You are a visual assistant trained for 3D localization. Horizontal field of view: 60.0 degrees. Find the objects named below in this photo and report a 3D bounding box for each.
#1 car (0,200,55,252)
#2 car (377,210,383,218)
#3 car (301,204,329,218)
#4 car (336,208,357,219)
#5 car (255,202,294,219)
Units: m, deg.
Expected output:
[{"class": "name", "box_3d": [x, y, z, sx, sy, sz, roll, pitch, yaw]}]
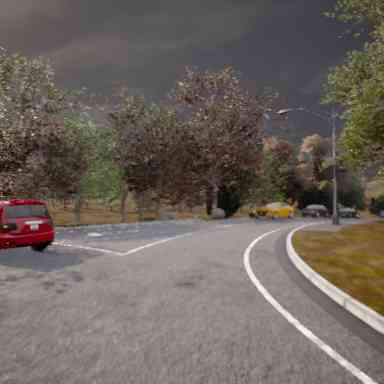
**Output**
[{"class": "car", "box_3d": [-7.821, 1.360, 13.142, 5.566, 2.045, 2.150, -1, -1, 32]}, {"class": "car", "box_3d": [29.799, 3.510, 50.830, 2.128, 1.511, 4.902, -1, -5, 41]}, {"class": "car", "box_3d": [14.373, 2.225, 38.803, 1.837, 1.490, 4.892, -1, -4, 42]}, {"class": "car", "box_3d": [22.186, 3.044, 47.660, 1.837, 1.490, 4.892, -1, -5, 42]}, {"class": "car", "box_3d": [7.803, 1.726, 31.331, 1.882, 1.535, 5.008, -1, -3, 42]}]
